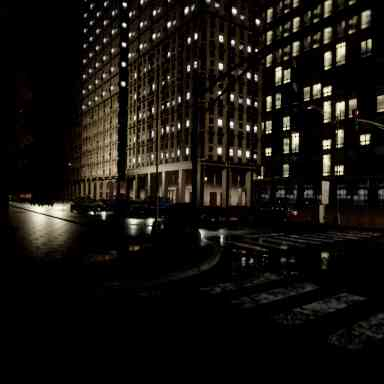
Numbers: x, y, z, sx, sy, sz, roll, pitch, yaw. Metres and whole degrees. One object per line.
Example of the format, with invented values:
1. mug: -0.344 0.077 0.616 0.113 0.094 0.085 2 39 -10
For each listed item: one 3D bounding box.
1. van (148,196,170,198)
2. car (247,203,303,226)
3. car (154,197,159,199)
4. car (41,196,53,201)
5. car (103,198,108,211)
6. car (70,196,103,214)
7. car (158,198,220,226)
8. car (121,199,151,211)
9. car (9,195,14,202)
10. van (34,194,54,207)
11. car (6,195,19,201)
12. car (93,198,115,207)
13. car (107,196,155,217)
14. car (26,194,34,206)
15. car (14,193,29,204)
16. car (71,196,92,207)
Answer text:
1. van: -3.951 1.382 37.789 1.690 1.788 3.998 1 -1 -35
2. car: 5.836 1.505 23.955 1.967 1.590 4.097 1 -1 -35
3. car: -4.783 1.540 34.489 2.033 1.411 5.357 1 -1 -35
4. car: -36.584 1.571 83.895 1.802 1.307 4.206 1 -1 -35
5. car: -11.764 1.468 38.821 2.033 1.411 5.357 1 -1 -35
6. car: -10.795 1.427 32.947 2.008 1.369 4.403 1 -1 -35
7. car: -0.170 1.425 22.413 1.882 1.535 5.008 1 -1 -36
8. car: -7.218 1.584 42.397 2.008 1.369 4.403 1 -1 -35
9. car: -36.897 1.397 69.834 1.947 1.339 4.313 1 -1 -35
10. van: -20.579 1.197 46.782 1.690 1.788 3.998 1 -1 -35
11. car: -40.159 1.378 74.445 2.008 1.369 4.403 1 -1 -35
12. car: -13.744 1.587 51.619 1.947 1.339 4.313 1 -1 -35
13. car: -5.618 1.412 30.116 1.882 1.535 5.008 1 -1 -35
14. car: -23.846 1.432 51.390 1.802 1.307 4.206 1 -1 -35
15. car: -30.368 1.155 60.615 2.192 1.841 5.009 1 -1 -35
16. car: -17.379 1.473 52.236 1.837 1.490 4.892 1 0 -35
